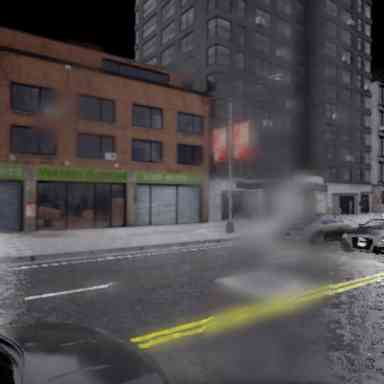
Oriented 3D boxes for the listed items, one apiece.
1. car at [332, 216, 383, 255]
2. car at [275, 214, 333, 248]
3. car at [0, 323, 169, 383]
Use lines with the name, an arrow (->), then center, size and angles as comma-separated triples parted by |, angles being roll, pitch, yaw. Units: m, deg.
car -> 7.782, 1.742, 13.234 | 4.181, 1.385, 1.994 | 1, -1, -35
car -> 5.904, 1.742, 15.887 | 4.181, 1.385, 1.994 | 1, -1, -36
car -> -2.356, 1.491, 1.760 | 4.892, 1.490, 1.837 | 1, -1, -36
